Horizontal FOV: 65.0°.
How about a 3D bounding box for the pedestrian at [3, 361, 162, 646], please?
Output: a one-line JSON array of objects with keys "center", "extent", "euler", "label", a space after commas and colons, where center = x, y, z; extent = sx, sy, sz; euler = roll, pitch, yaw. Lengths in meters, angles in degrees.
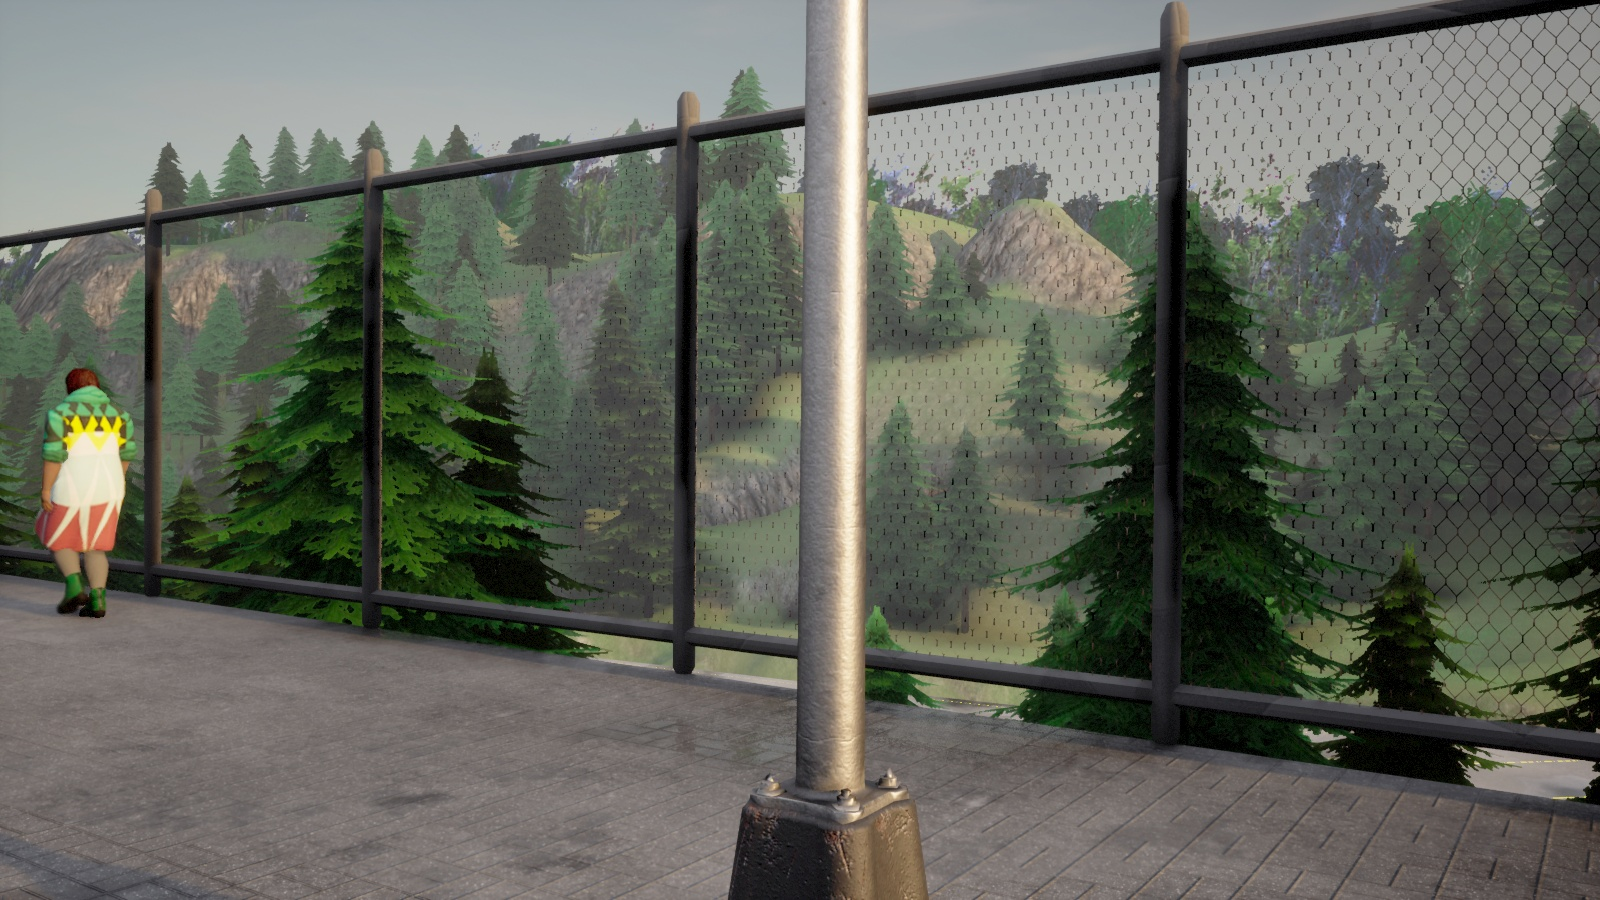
[{"center": [-5.215, 0.364, 9.133], "extent": [0.873, 1.952, 0.659], "euler": [0, 1, 34], "label": "pedestrian"}]
